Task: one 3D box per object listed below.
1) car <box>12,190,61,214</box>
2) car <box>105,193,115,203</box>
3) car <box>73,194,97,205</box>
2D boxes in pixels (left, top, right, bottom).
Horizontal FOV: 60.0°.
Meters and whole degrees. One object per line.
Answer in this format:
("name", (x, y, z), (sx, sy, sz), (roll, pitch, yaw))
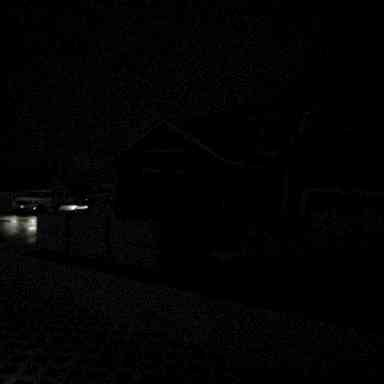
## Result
("car", (-13.838, 0.836, 30.028), (2.150, 2.045, 5.566), (3, 1, 2))
("car", (-11.384, 0.891, 48.481), (2.033, 1.411, 5.357), (3, 1, -3))
("car", (-13.972, 0.936, 43.563), (1.895, 1.301, 4.718), (3, 1, -2))
